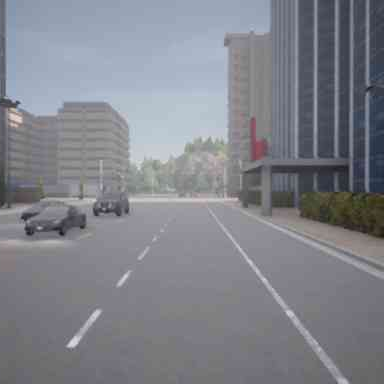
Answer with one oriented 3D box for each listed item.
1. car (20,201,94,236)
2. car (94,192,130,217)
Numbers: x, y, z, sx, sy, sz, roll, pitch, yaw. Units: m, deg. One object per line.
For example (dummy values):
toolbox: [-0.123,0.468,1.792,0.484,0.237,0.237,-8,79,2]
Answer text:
car: [-7.012,1.390,17.692,1.812,1.442,4.674,0,0,1]
car: [-6.925,1.001,29.141,2.150,2.045,5.566,0,0,1]
